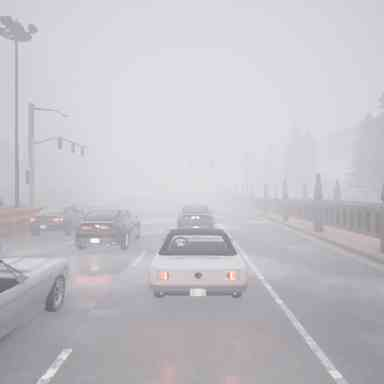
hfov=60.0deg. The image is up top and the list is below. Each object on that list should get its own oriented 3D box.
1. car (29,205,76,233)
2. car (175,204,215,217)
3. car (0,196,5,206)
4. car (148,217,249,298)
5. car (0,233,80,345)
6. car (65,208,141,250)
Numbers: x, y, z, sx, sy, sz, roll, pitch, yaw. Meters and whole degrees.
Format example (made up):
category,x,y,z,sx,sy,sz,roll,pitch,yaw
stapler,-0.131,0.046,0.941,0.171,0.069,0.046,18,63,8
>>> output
category,x,y,z,sx,sy,sz,roll,pitch,yaw
car,-6.843,1.406,17.518,1.812,1.442,4.674,0,0,-1
car,0.187,1.385,17.612,1.837,1.490,4.892,0,0,0
car,-13.904,1.084,20.607,2.150,2.045,5.566,0,0,1
car,0.131,1.549,8.352,1.895,1.301,4.718,0,0,0
car,-3.385,1.576,4.663,1.895,1.301,4.718,0,0,0
car,-3.337,1.412,13.889,1.837,1.490,4.892,0,0,0
